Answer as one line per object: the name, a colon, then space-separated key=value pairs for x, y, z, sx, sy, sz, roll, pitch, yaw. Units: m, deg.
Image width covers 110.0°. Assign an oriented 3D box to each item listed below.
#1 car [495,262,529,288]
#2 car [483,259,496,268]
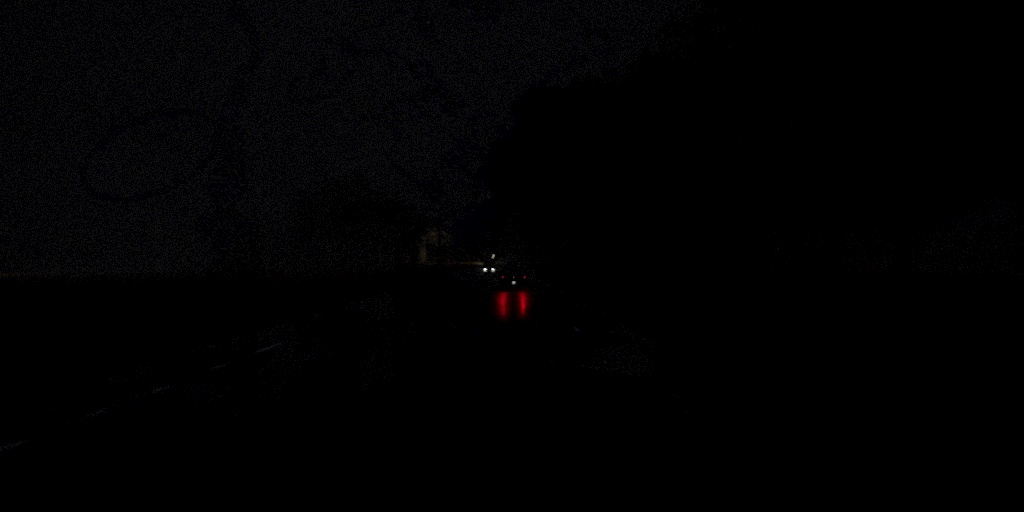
car: x=0.097 y=1.298 z=23.517 sx=1.895 sy=1.301 sz=4.718 roll=0 pitch=0 yaw=0
car: x=-3.541 y=1.253 z=57.967 sx=2.033 sy=1.411 sz=5.357 roll=0 pitch=0 yaw=1
